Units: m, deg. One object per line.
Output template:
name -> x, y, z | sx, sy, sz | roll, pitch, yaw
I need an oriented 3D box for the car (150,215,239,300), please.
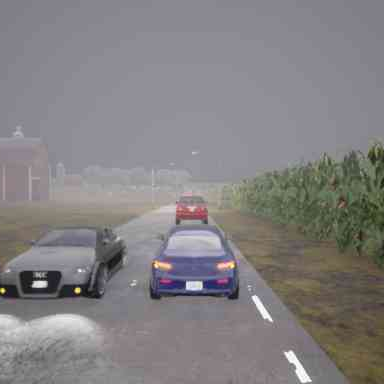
car -> 0.061, 1.521, 8.288 | 1.812, 1.442, 4.674 | 0, 0, 0

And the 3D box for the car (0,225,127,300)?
car -> -2.895, 1.559, 8.304 | 1.994, 1.385, 4.181 | 0, 0, 0

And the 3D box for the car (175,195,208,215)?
car -> -0.046, 1.238, 23.933 | 2.150, 2.045, 5.566 | 0, 0, -1
